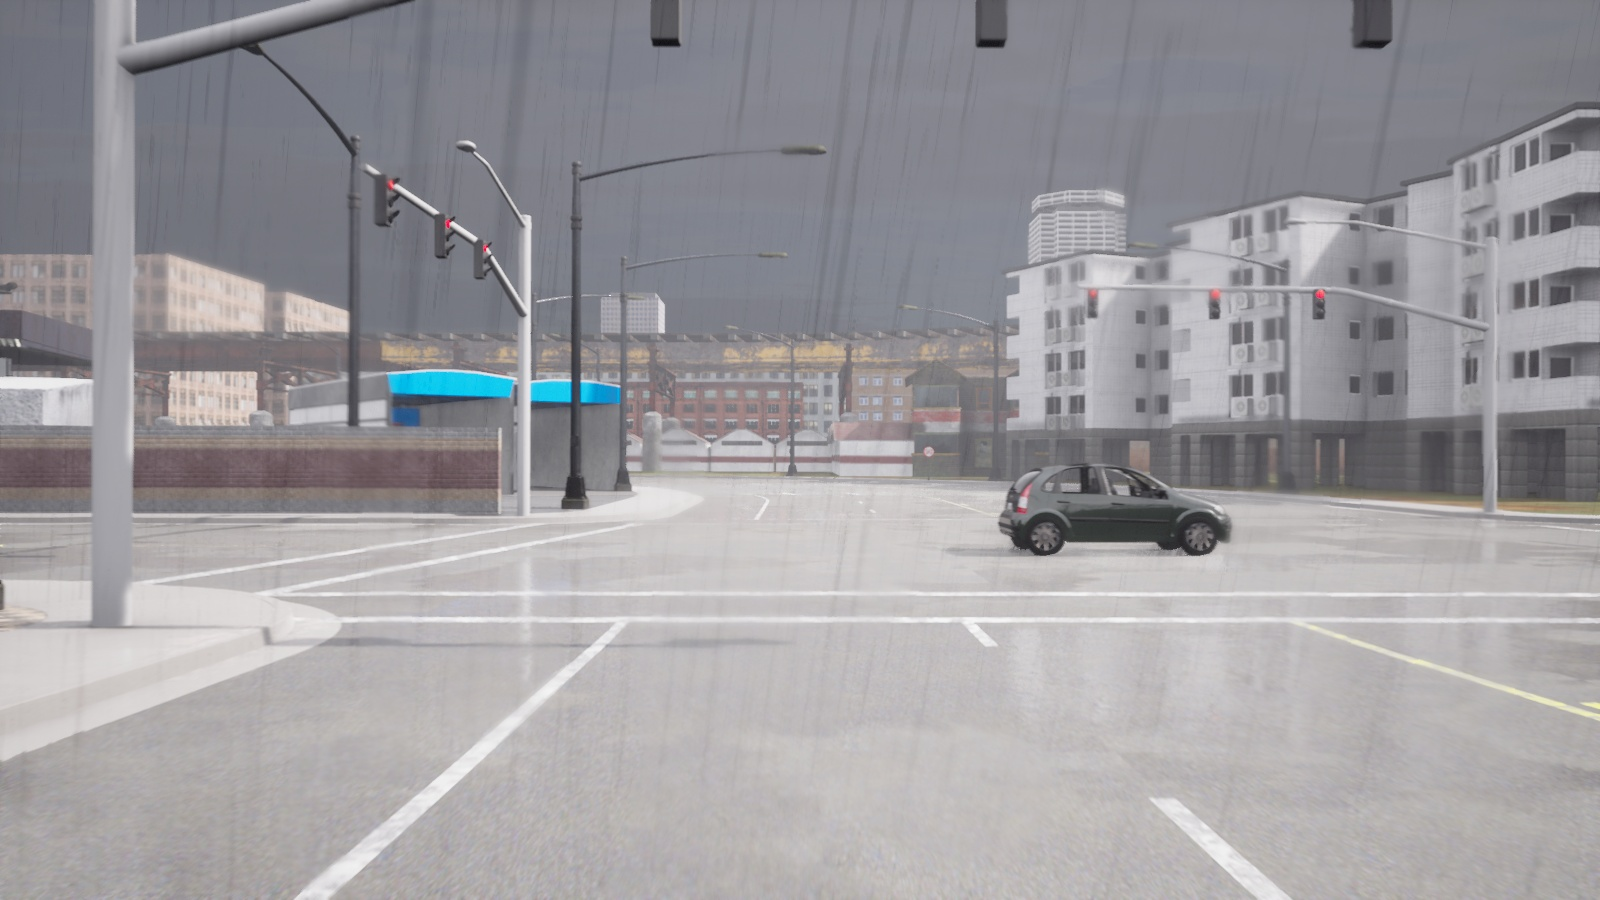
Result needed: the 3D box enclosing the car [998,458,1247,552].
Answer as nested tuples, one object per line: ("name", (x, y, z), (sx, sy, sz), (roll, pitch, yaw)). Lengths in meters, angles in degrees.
("car", (5.740, 0.959, 22.703), (3.988, 1.617, 1.851), (0, 0, -1))
